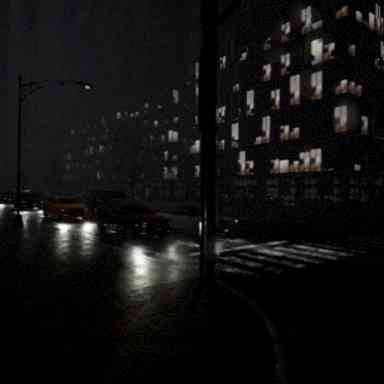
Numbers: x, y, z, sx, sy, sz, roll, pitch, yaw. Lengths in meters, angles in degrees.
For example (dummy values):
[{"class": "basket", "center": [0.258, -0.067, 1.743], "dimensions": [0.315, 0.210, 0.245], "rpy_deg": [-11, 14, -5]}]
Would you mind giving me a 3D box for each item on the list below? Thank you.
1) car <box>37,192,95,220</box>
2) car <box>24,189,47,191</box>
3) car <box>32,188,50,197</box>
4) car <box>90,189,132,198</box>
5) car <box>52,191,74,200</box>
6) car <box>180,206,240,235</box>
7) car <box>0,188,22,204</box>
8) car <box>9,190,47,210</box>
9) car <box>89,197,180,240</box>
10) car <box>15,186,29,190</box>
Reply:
[{"class": "car", "center": [-8.916, 1.036, 23.263], "dimensions": [1.882, 1.535, 5.008], "rpy_deg": [1, 1, -39]}, {"class": "car", "center": [-18.553, 0.673, 40.263], "dimensions": [1.812, 1.442, 4.674], "rpy_deg": [1, 1, -39]}, {"class": "car", "center": [-28.731, 0.132, 63.279], "dimensions": [1.882, 1.535, 5.008], "rpy_deg": [1, 1, -39]}, {"class": "car", "center": [-5.962, 0.833, 24.789], "dimensions": [2.150, 2.045, 5.566], "rpy_deg": [1, 1, -39]}, {"class": "car", "center": [-20.827, 0.548, 53.578], "dimensions": [1.895, 1.301, 4.718], "rpy_deg": [1, 1, -39]}, {"class": "car", "center": [0.220, 1.440, 17.261], "dimensions": [1.895, 1.301, 4.718], "rpy_deg": [1, 1, -40]}, {"class": "car", "center": [-21.887, 0.584, 39.224], "dimensions": [1.837, 1.490, 4.892], "rpy_deg": [1, 1, -39]}, {"class": "car", "center": [-15.355, 0.826, 31.144], "dimensions": [1.837, 1.490, 4.892], "rpy_deg": [1, 1, -39]}, {"class": "car", "center": [-2.919, 1.256, 15.940], "dimensions": [1.882, 1.535, 5.008], "rpy_deg": [1, 1, -38]}, {"class": "car", "center": [-31.703, -0.179, 61.786], "dimensions": [2.150, 2.045, 5.566], "rpy_deg": [1, 1, -39]}]
